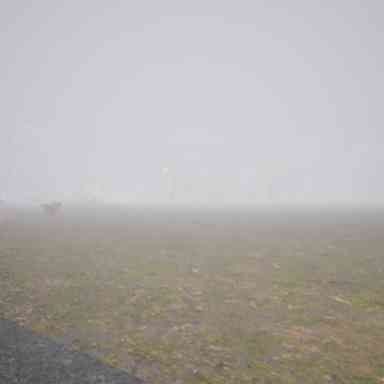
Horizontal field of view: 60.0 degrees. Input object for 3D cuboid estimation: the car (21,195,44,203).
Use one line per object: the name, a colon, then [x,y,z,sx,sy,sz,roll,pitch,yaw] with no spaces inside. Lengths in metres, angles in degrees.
car: [-35.698,1.478,74.282,2.097,1.767,4.553,0,0,34]

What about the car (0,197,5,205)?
car: [-36.915,1.323,59.868,2.150,2.045,5.566,0,0,34]
